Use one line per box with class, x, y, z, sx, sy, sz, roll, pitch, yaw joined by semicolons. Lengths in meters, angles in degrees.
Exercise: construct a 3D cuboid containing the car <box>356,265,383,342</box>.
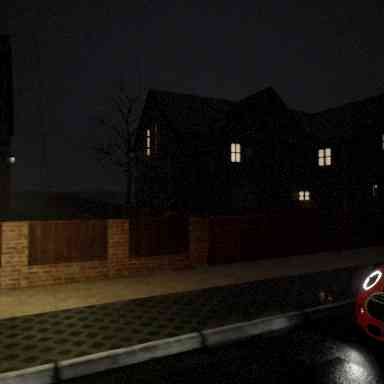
car;4.782;1.333;5.197;4.553;1.767;2.097;0;0;-26
